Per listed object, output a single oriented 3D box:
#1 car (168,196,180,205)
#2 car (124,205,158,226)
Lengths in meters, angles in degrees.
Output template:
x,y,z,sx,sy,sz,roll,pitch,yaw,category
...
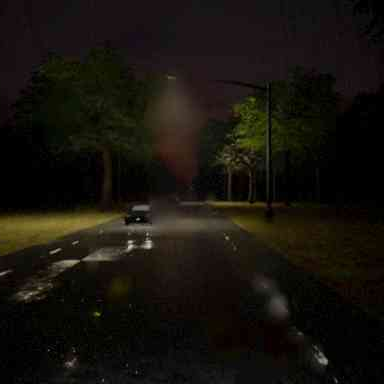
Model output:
x,y,z,sx,sy,sz,roll,pitch,yaw,category
-3.524,1.524,65.499,2.097,1.767,4.553,0,0,0,car
-3.602,1.634,24.205,1.994,1.385,4.181,0,0,0,car
